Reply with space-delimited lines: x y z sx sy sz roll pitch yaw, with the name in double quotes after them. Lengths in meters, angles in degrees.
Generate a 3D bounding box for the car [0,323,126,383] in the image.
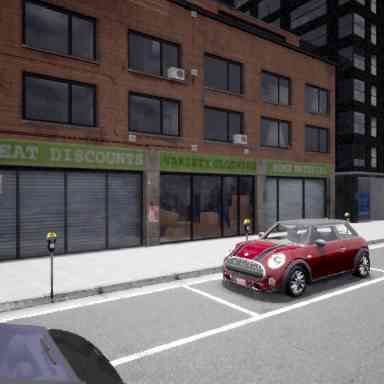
-2.373 1.564 1.686 4.181 1.385 1.994 0 0 -35 "car"

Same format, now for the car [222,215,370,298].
2.694 1.440 8.456 4.097 1.590 1.967 0 0 -35 "car"
